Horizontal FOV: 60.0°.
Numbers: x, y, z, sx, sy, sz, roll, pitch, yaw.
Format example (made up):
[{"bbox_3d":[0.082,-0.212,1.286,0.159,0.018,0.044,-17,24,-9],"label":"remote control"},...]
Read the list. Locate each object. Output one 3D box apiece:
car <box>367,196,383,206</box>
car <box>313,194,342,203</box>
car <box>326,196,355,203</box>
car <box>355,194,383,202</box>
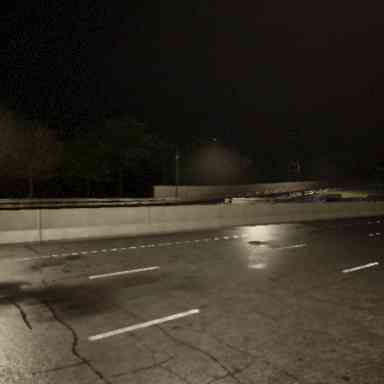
[{"bbox_3d":[33.734,1.581,59.903,4.553,1.767,2.097,1,0,-37],"label":"car"},{"bbox_3d":[20.618,1.318,50.126,5.566,2.045,2.150,1,0,-36],"label":"car"},{"bbox_3d":[21.170,1.627,46.195,4.674,1.442,1.812,0,0,-37],"label":"car"},{"bbox_3d":[24.646,1.354,44.407,5.566,2.045,2.150,1,0,-36],"label":"car"}]
